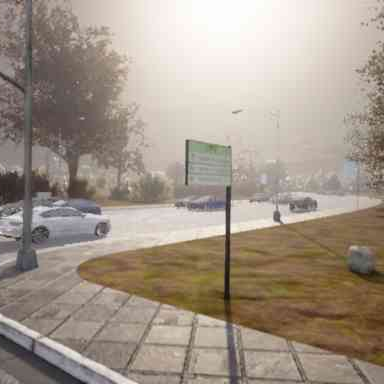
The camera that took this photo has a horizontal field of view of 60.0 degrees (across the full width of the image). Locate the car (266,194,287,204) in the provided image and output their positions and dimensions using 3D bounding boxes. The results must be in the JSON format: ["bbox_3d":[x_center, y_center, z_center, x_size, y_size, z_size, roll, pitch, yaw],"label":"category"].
[{"bbox_3d":[13.404,1.042,49.452,2.128,1.511,4.902,1,1,36],"label":"car"}]

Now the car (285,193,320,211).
[{"bbox_3d":[12.230,1.235,36.292,1.837,1.490,4.892,2,1,38],"label":"car"}]

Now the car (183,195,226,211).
[{"bbox_3d":[1.687,1.104,34.471,1.882,1.535,5.008,1,1,39],"label":"car"}]

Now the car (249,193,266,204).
[{"bbox_3d":[10.562,0.964,51.493,1.837,1.490,4.892,1,1,36],"label":"car"}]

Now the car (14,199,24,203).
[{"bbox_3d":[-11.338,1.066,24.154,2.128,1.511,4.902,1,1,40],"label":"car"}]

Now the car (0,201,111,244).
[{"bbox_3d":[-5.705,1.295,14.340,1.812,1.442,4.674,1,1,40],"label":"car"}]

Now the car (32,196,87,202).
[{"bbox_3d":[-8.321,1.166,22.303,1.812,1.442,4.674,1,1,41],"label":"car"}]

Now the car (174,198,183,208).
[{"bbox_3d":[-0.112,1.123,37.818,1.994,1.385,4.181,1,1,39],"label":"car"}]
